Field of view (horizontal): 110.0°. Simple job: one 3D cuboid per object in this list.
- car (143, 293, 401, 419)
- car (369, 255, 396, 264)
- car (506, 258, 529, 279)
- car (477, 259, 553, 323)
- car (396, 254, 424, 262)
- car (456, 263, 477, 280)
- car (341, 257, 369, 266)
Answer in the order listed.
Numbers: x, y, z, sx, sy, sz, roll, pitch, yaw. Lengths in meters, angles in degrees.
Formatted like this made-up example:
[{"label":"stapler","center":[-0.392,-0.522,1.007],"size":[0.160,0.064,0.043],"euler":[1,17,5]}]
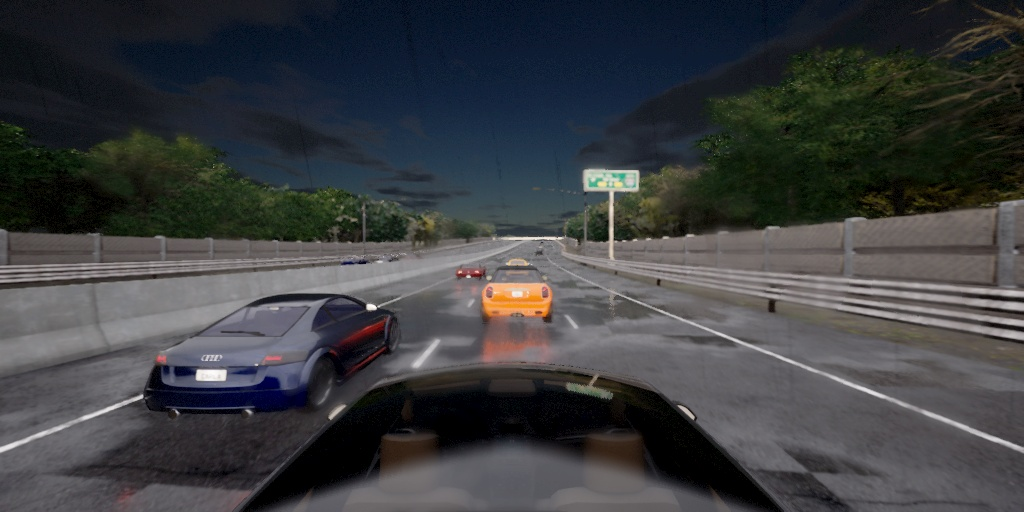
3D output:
[{"label":"car","center":[-3.378,1.306,6.041],"size":[1.994,1.385,4.181],"euler":[0,0,0]},{"label":"car","center":[-16.647,0.666,47.836],"size":[2.128,1.511,4.902],"euler":[0,1,2]},{"label":"car","center":[0.493,0.996,31.064],"size":[1.882,1.535,5.008],"euler":[0,1,1]},{"label":"car","center":[0.165,1.073,12.181],"size":[2.097,1.767,4.553],"euler":[0,0,0]},{"label":"car","center":[-13.163,0.535,47.384],"size":[2.097,1.767,4.553],"euler":[0,1,2]},{"label":"car","center":[-3.082,1.162,28.124],"size":[1.895,1.301,4.718],"euler":[0,1,1]},{"label":"car","center":[-20.204,0.803,46.571],"size":[1.895,1.301,4.718],"euler":[0,1,2]}]
